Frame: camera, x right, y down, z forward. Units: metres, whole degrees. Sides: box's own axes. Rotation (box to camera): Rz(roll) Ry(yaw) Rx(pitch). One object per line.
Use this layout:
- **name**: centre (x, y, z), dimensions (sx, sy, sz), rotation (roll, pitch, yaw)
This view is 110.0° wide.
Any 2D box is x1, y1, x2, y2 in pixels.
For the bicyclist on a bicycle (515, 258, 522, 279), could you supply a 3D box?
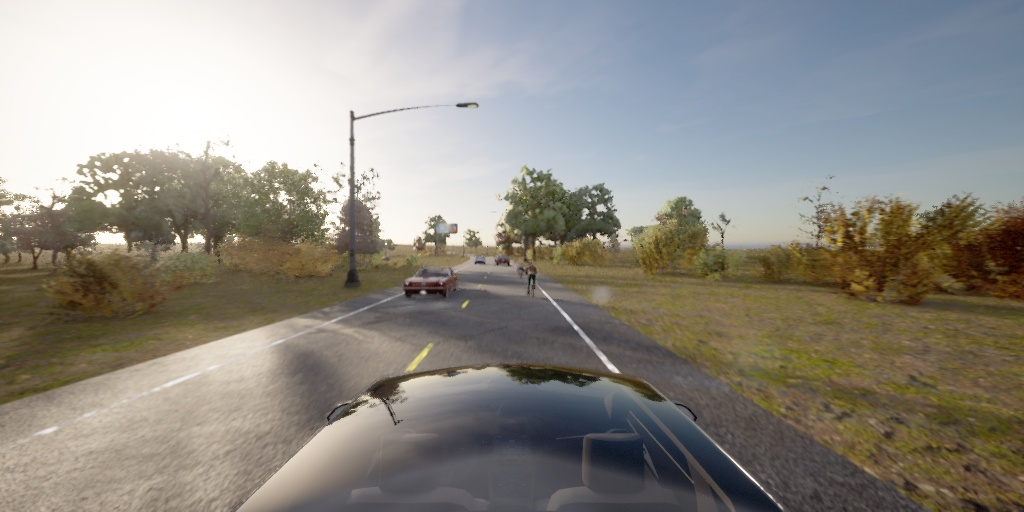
- **bicyclist on a bicycle**: centre (0.637, 0.936, 26.904), dimensions (0.866, 1.612, 1.509), rotation (0, 1, -1)

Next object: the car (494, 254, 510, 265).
- **car**: centre (-1.461, 0.540, 56.763), dimensions (2.097, 1.767, 4.553), rotation (0, 1, -3)

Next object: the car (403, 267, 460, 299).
- **car**: centre (-3.722, 1.205, 17.192), dimensions (1.895, 1.301, 4.718), rotation (0, 1, -1)

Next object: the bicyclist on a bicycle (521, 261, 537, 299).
- **bicyclist on a bicycle**: centre (0.856, 1.061, 15.945), dimensions (0.582, 1.620, 1.656), rotation (0, 0, -1)

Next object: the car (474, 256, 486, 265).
- **car**: centre (-5.153, 0.727, 58.388), dimensions (2.033, 1.411, 5.357), rotation (0, 1, -3)
